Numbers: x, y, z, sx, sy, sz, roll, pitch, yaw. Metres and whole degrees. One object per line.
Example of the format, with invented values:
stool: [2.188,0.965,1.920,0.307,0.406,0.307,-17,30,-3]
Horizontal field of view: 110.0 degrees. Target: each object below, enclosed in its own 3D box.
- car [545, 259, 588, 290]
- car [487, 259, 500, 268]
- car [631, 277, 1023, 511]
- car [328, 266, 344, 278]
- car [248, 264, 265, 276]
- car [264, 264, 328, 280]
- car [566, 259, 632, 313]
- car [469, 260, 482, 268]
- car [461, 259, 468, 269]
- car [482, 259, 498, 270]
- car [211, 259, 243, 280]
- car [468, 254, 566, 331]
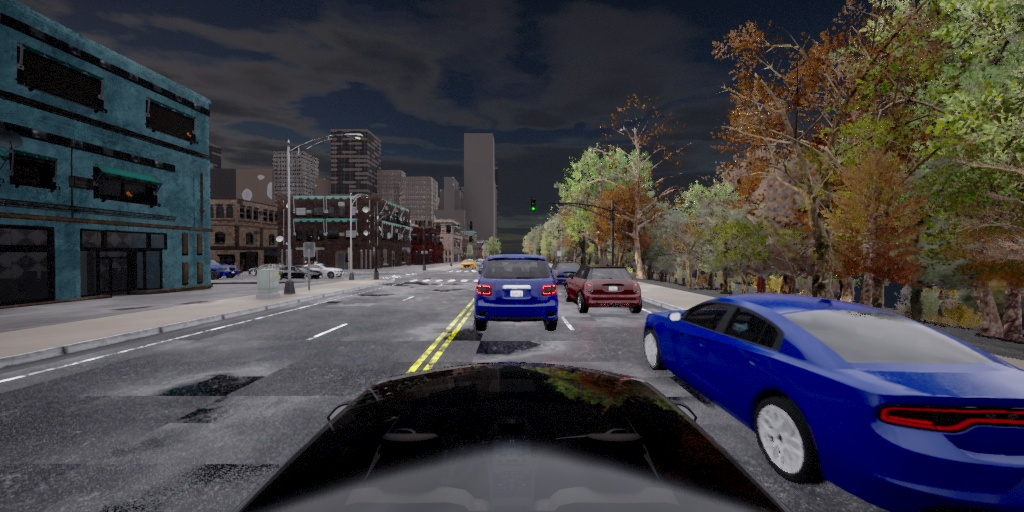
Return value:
car: [3.374,1.097,23.244,2.097,1.767,4.553,0,0,0]
car: [-3.248,1.279,64.412,2.033,1.411,5.357,0,0,0]
car: [3.352,1.227,4.658,1.882,1.535,5.008,0,0,0]
car: [-19.333,1.487,35.954,4.674,1.442,1.812,-1,1,-1]
car: [-28.239,1.556,41.764,4.403,1.370,2.007,0,0,0]
car: [-19.915,1.561,33.243,4.313,1.339,1.948,0,0,0]
car: [3.362,1.100,14.037,2.097,1.767,4.553,0,0,0]
car: [-6.481,1.333,63.576,1.895,1.301,4.718,0,0,-1]
car: [-6.532,1.214,54.277,1.882,1.535,5.008,0,0,0]
car: [-3.272,1.228,54.543,2.128,1.511,4.902,0,0,1]
car: [-30.721,1.313,35.974,5.566,2.045,2.150,-1,1,1]
car: [0.107,0.970,11.071,2.150,2.045,5.566,0,0,0]
